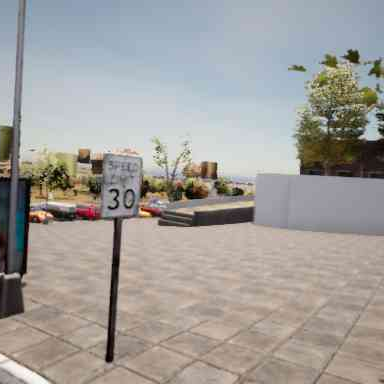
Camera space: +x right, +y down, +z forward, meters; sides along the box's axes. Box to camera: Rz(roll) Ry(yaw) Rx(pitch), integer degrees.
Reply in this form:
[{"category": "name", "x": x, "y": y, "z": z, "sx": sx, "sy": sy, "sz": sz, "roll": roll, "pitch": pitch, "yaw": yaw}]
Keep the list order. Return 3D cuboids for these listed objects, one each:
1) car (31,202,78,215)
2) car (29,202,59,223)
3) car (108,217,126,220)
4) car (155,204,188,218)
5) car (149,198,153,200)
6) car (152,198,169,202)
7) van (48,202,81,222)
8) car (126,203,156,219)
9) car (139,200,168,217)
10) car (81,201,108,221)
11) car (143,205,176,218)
[{"category": "car", "x": -18.189, "y": 2.162, "z": 44.286, "sx": 2.033, "sy": 1.411, "sz": 5.357, "roll": 6, "pitch": 2, "yaw": 37}, {"category": "car", "x": -17.600, "y": 2.329, "z": 36.643, "sx": 4.553, "sy": 1.767, "sz": 2.185, "roll": 6, "pitch": 2, "yaw": 16}, {"category": "car", "x": -12.192, "y": 2.475, "z": 43.902, "sx": 5.566, "sy": 2.045, "sz": 2.435, "roll": 6, "pitch": 2, "yaw": 16}, {"category": "car", "x": -3.477, "y": 3.155, "z": 56.096, "sx": 4.892, "sy": 1.521, "sz": 2.231, "roll": 6, "pitch": 2, "yaw": 16}, {"category": "car", "x": -8.692, "y": 2.077, "z": 77.571, "sx": 1.812, "sy": 1.442, "sz": 4.674, "roll": 6, "pitch": 2, "yaw": 36}, {"category": "car", "x": -6.267, "y": 2.349, "z": 75.826, "sx": 1.812, "sy": 1.442, "sz": 4.674, "roll": 6, "pitch": 2, "yaw": 36}, {"category": "van", "x": -15.879, "y": 2.310, "z": 39.075, "sx": 4.442, "sy": 1.987, "sz": 1.878, "roll": 6, "pitch": 3, "yaw": 16}, {"category": "car", "x": -8.550, "y": 2.911, "z": 48.740, "sx": 5.366, "sy": 1.575, "sz": 1.946, "roll": 6, "pitch": 2, "yaw": 16}, {"category": "car", "x": -6.924, "y": 2.733, "z": 51.212, "sx": 5.566, "sy": 2.045, "sz": 2.435, "roll": 6, "pitch": 2, "yaw": 16}, {"category": "car", "x": -14.016, "y": 2.382, "z": 41.476, "sx": 5.566, "sy": 2.045, "sz": 2.435, "roll": 7, "pitch": 3, "yaw": 16}, {"category": "car", "x": -5.203, "y": 3.098, "z": 53.661, "sx": 4.792, "sy": 1.488, "sz": 2.163, "roll": 6, "pitch": 2, "yaw": 16}]
